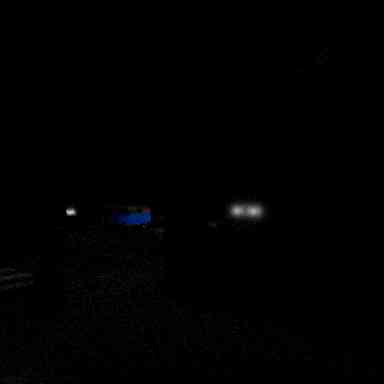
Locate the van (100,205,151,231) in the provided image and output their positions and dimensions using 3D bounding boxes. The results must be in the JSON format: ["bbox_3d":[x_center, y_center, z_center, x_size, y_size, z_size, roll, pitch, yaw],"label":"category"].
[{"bbox_3d":[-4.783,1.847,24.334,1.690,1.788,3.998,-2,-2,35],"label":"van"}]

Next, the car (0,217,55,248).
[{"bbox_3d":[-8.558,1.854,14.869,1.812,1.442,4.674,-1,-1,40],"label":"car"}]
